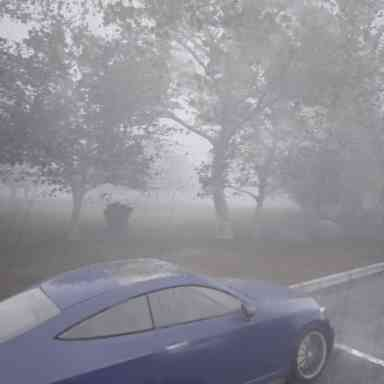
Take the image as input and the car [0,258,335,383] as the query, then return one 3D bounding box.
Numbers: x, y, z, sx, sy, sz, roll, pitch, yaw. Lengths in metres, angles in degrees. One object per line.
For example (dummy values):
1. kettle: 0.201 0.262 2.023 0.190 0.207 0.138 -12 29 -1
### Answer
1. car: -0.379 1.522 3.787 4.674 1.452 2.002 0 0 -33
